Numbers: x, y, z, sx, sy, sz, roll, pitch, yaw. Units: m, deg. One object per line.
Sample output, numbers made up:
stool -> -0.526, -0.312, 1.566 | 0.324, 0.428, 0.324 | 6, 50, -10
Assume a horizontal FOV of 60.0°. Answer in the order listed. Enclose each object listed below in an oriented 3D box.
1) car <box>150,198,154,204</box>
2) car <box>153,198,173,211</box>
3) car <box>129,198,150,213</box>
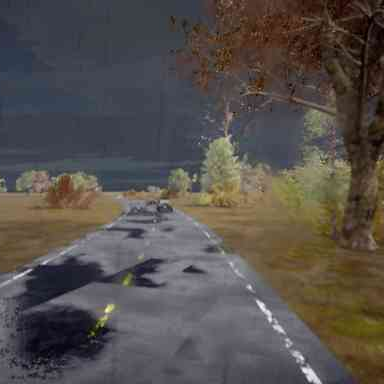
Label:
car -> -7.814, 1.808, 63.095 | 1.895, 1.301, 4.718 | 0, 0, -14
car -> -3.618, 1.658, 42.840 | 1.812, 1.442, 4.674 | 0, 0, -9
car -> -6.373, 1.634, 39.938 | 1.837, 1.490, 4.892 | 0, -1, -9
